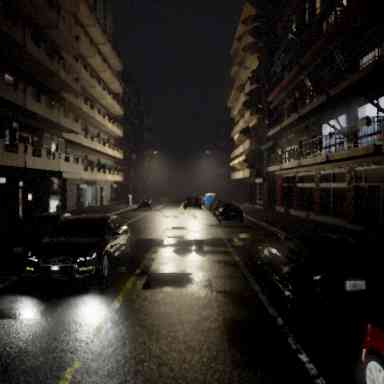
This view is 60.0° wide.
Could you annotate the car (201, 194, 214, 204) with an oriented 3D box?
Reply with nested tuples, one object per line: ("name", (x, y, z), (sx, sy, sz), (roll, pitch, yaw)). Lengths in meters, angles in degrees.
("car", (2.685, 1.193, 58.440), (1.967, 1.590, 4.097), (-1, 0, 0))

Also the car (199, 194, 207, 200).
("car", (2.690, 1.186, 81.098), (1.887, 1.381, 4.507), (-1, 0, 0))

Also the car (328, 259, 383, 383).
("car", (2.644, 1.538, 1.795), (1.887, 1.381, 4.507), (-1, 0, 0))

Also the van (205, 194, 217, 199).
("van", (2.681, 1.148, 47.110), (1.690, 1.788, 3.998), (-1, 0, 0))

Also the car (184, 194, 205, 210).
("car", (0.104, 1.187, 40.858), (2.097, 1.767, 4.553), (0, 0, 0))

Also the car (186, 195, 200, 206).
("car", (0.107, 1.273, 52.631), (2.128, 1.511, 4.902), (0, 0, 0))

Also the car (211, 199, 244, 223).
("car", (2.683, 1.470, 24.452), (1.947, 1.339, 4.313), (-1, 0, 0))

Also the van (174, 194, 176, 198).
("van", (-5.691, 0.923, 92.374), (1.690, 1.788, 3.998), (-1, 0, 0))

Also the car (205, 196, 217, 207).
("car", (2.683, 1.440, 35.782), (1.802, 1.307, 4.206), (-1, 0, 0))

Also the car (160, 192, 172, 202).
("car", (-5.692, 1.224, 69.544), (1.752, 1.417, 4.829), (-1, 0, 0))

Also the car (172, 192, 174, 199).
("car", (-5.691, 1.236, 75.381), (1.947, 1.339, 4.313), (-1, 0, 0))

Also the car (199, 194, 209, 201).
("car", (2.689, 1.215, 75.434), (1.887, 1.381, 4.507), (-1, 0, 0))

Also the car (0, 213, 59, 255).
("car", (-5.701, 1.515, 13.067), (1.947, 1.339, 4.313), (-1, 0, 0))

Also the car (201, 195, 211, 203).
("car", (2.688, 1.308, 64.105), (1.802, 1.307, 4.206), (-1, 0, 0))

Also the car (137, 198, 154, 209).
("car", (-5.696, 1.384, 41.392), (2.008, 1.369, 4.403), (-1, 0, 0))

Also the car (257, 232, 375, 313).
("car", (2.651, 1.537, 7.459), (1.947, 1.339, 4.313), (-1, 0, 0))

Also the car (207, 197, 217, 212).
("car", (2.682, 1.432, 30.117), (2.008, 1.369, 4.403), (-1, 0, 0))

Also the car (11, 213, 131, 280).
("car", (-3.074, 1.468, 9.925), (1.837, 1.490, 4.892), (0, 0, 0))

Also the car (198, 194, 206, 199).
("car", (2.691, 1.157, 86.763), (1.887, 1.381, 4.507), (-1, 0, 0))
